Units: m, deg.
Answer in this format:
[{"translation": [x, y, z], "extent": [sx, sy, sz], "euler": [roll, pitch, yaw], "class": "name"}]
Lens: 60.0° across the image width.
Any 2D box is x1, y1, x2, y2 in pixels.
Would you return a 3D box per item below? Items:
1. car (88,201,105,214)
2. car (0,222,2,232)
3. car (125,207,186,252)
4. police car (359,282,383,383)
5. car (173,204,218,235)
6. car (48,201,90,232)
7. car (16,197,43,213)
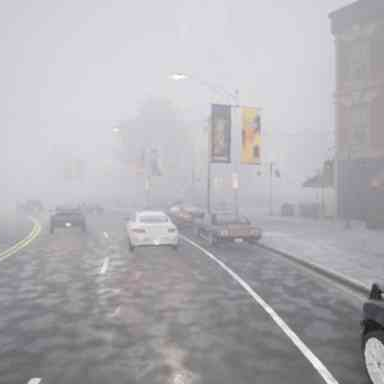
[{"translation": [-10.009, 1.470, 31.805], "extent": [1.895, 1.301, 4.718], "euler": [0, 0, -35], "class": "car"}, {"translation": [-8.673, 1.535, 12.155], "extent": [1.895, 1.301, 4.718], "euler": [0, 0, -14], "class": "car"}, {"translation": [-1.731, 1.478, 13.632], "extent": [1.812, 1.442, 4.674], "euler": [0, 0, -13], "class": "car"}, {"translation": [2.993, 1.427, 2.164], "extent": [1.930, 1.638, 5.238], "euler": [0, 0, -1], "class": "police car"}, {"translation": [-0.463, 1.455, 20.311], "extent": [2.002, 1.452, 4.674], "euler": [0, 0, -21], "class": "car"}, {"translation": [-7.279, 1.421, 19.482], "extent": [1.837, 1.490, 4.892], "euler": [1, 0, -21], "class": "car"}, {"translation": [-17.311, 1.340, 35.369], "extent": [1.837, 1.490, 4.892], "euler": [0, 0, -39], "class": "car"}]
